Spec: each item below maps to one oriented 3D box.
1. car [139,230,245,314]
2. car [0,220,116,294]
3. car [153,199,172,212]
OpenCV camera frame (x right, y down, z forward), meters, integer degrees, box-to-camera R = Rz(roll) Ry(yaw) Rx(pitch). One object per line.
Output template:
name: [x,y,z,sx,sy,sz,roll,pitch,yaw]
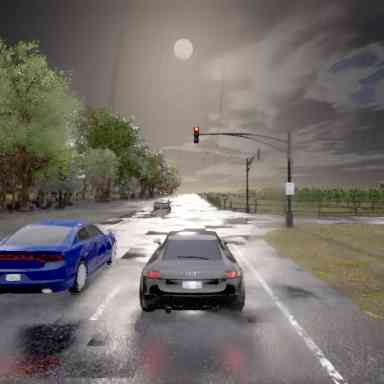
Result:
car: [0.011,1.566,7.725,1.994,1.385,4.181,0,0,0]
car: [-3.388,1.481,8.822,1.882,1.535,5.008,0,0,0]
car: [-3.347,1.499,38.668,2.128,1.511,4.902,0,0,0]
